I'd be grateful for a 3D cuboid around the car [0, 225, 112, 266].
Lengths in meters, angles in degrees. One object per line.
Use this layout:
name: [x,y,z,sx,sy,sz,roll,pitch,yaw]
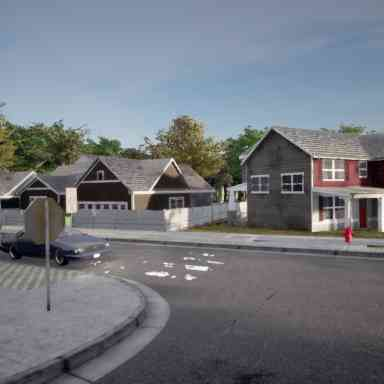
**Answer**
car: [-5.880,2.089,13.984,5.357,1.411,2.033,-2,0,31]
